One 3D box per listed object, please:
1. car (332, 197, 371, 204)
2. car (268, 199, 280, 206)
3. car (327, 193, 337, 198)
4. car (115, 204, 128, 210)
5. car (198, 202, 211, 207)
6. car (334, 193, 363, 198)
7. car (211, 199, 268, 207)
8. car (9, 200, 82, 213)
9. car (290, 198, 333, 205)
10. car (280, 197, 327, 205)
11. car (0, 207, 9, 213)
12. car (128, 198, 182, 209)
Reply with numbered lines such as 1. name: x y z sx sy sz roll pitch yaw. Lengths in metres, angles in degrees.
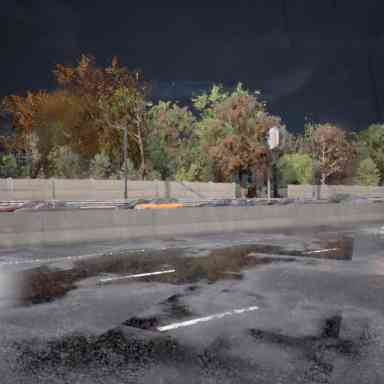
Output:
1. car: 16.920 1.527 33.996 4.674 1.442 1.812 0 0 -30
2. car: 12.106 1.550 43.341 5.357 1.411 2.033 0 0 -30
3. car: 21.033 1.229 48.557 5.566 2.045 2.150 0 0 -30
4. car: -5.216 1.505 33.212 4.892 1.490 1.837 0 0 -30
5. car: 3.222 1.548 38.156 5.357 1.411 2.033 0 0 -30
6. car: 22.007 1.358 45.076 4.553 1.767 2.097 0 0 -30
7. car: 5.080 1.548 35.182 5.357 1.411 2.033 0 0 -31
8. car: -11.098 1.492 25.722 4.902 1.511 2.128 0 0 -30
9. car: 13.313 1.602 35.941 4.718 1.301 1.895 0 0 -30
10. car: 13.487 1.493 40.096 4.902 1.511 2.128 0 0 -30
11. car: -13.590 1.478 28.322 5.008 1.535 1.882 0 0 -30
12. car: -3.112 1.352 30.391 4.553 1.767 2.097 0 0 -30
